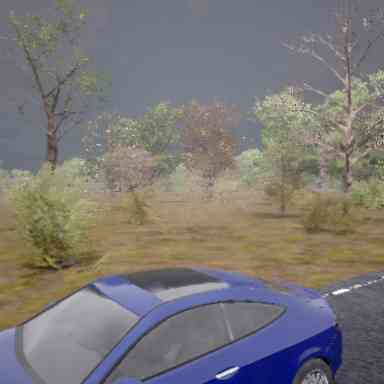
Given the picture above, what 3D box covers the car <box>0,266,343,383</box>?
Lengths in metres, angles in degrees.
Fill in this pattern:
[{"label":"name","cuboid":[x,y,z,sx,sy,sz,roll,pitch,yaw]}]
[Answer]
[{"label":"car","cuboid":[-0.458,1.523,3.034,4.674,1.442,1.812,0,0,-36]}]
